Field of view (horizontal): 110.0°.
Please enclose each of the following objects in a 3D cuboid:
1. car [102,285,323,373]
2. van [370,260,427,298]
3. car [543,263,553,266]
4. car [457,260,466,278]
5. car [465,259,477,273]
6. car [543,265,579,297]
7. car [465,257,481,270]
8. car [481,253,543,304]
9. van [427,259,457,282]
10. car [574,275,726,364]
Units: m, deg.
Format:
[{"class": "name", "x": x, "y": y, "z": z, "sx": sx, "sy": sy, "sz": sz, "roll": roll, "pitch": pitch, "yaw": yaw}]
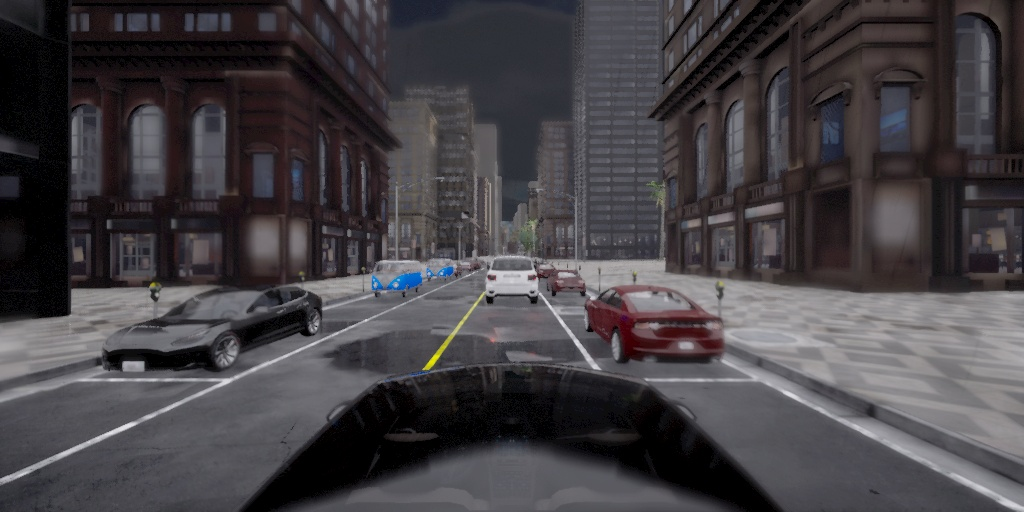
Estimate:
[{"class": "car", "x": -5.762, "y": 1.313, "z": 7.639, "sx": 1.948, "sy": 1.339, "sz": 4.313, "roll": 0, "pitch": 0, "yaw": 0}, {"class": "van", "x": -5.762, "y": 1.093, "z": 18.240, "sx": 1.690, "sy": 1.789, "sz": 3.998, "roll": 0, "pitch": 0, "yaw": 0}, {"class": "car", "x": 2.763, "y": 1.305, "z": 29.505, "sx": 1.888, "sy": 1.381, "sz": 4.507, "roll": 0, "pitch": 0, "yaw": 0}, {"class": "car", "x": -5.762, "y": 1.344, "z": 34.142, "sx": 1.802, "sy": 1.307, "sz": 4.207, "roll": 0, "pitch": 0, "yaw": 0}, {"class": "car", "x": -5.762, "y": 1.349, "z": 44.744, "sx": 1.802, "sy": 1.307, "sz": 4.207, "roll": 0, "pitch": 0, "yaw": 0}, {"class": "car", "x": 2.763, "y": 1.335, "z": 18.706, "sx": 1.802, "sy": 1.307, "sz": 4.207, "roll": 0, "pitch": 0, "yaw": 0}, {"class": "car", "x": -5.762, "y": 1.083, "z": 50.045, "sx": 2.192, "sy": 1.841, "sz": 5.009, "roll": 0, "pitch": 0, "yaw": 0}, {"class": "car", "x": 0.000, "y": 1.011, "z": 16.530, "sx": 2.150, "sy": 2.045, "sz": 5.566, "roll": 0, "pitch": 0, "yaw": 0}, {"class": "van", "x": -5.762, "y": 1.100, "z": 28.841, "sx": 1.690, "sy": 1.789, "sz": 3.998, "roll": 0, "pitch": 0, "yaw": 0}, {"class": "car", "x": 2.763, "y": 1.293, "z": 7.908, "sx": 1.888, "sy": 1.381, "sz": 4.507, "roll": 0, "pitch": 0, "yaw": 0}]
